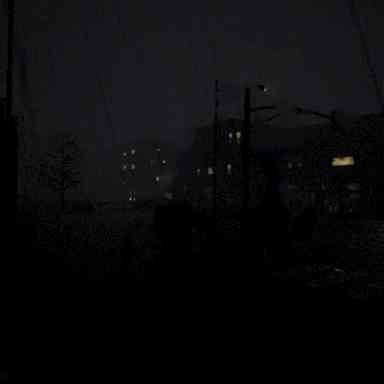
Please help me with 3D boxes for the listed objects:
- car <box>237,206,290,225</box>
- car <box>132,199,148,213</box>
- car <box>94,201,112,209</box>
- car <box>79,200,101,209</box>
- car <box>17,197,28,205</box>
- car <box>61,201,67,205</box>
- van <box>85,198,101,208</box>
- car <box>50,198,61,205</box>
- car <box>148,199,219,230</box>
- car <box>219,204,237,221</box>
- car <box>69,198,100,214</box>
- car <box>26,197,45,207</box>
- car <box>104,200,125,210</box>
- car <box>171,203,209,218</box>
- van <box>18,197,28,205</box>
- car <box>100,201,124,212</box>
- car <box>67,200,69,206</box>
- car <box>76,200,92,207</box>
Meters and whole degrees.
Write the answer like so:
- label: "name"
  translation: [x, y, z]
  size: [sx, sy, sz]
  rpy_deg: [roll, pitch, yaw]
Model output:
- label: "car"
  translation: [6.139, 1.942, 27.805]
  size: [1.947, 1.339, 4.313]
  rpy_deg: [1, -1, -35]
- label: "car"
  translation: [-6.519, 1.904, 46.037]
  size: [2.192, 1.841, 5.009]
  rpy_deg: [1, -1, -35]
- label: "car"
  translation: [-16.013, 2.330, 59.704]
  size: [1.802, 1.307, 4.206]
  rpy_deg: [1, -1, -35]
- label: "car"
  translation: [-17.668, 2.171, 57.378]
  size: [2.128, 1.511, 4.902]
  rpy_deg: [2, -1, -35]
- label: "car"
  translation: [-38.717, 2.142, 77.714]
  size: [2.192, 1.841, 5.009]
  rpy_deg: [1, -1, -35]
- label: "car"
  translation: [-28.672, 2.541, 77.932]
  size: [1.802, 1.307, 4.206]
  rpy_deg: [1, -1, -35]
- label: "van"
  translation: [-19.177, 2.142, 64.265]
  size: [1.690, 1.788, 3.998]
  rpy_deg: [1, -1, -35]
- label: "car"
  translation: [-35.002, 2.647, 87.046]
  size: [1.802, 1.307, 4.206]
  rpy_deg: [1, -1, -35]
- label: "car"
  translation: [-0.741, 1.506, 23.030]
  size: [2.192, 1.841, 5.009]
  rpy_deg: [1, -1, -35]
- label: "car"
  translation: [2.975, 1.870, 32.364]
  size: [1.967, 1.590, 4.097]
  rpy_deg: [1, -1, -35]
- label: "car"
  translation: [-13.400, 1.844, 41.256]
  size: [1.967, 1.590, 4.097]
  rpy_deg: [1, -1, -35]
- label: "car"
  translation: [-32.389, 2.272, 68.596]
  size: [2.008, 1.369, 4.403]
  rpy_deg: [1, -1, -35]
- label: "car"
  translation: [-12.848, 2.135, 55.149]
  size: [1.967, 1.590, 4.097]
  rpy_deg: [1, -1, -35]
- label: "car"
  translation: [-0.287, 2.010, 37.060]
  size: [1.752, 1.417, 4.829]
  rpy_deg: [1, -1, -35]
- label: "van"
  translation: [-41.882, 2.220, 82.270]
  size: [1.690, 1.788, 3.998]
  rpy_deg: [1, -1, -35]
- label: "car"
  translation: [-11.976, 2.064, 49.268]
  size: [1.882, 1.535, 5.008]
  rpy_deg: [2, -1, -35]
- label: "car"
  translation: [-25.508, 2.488, 73.375]
  size: [1.802, 1.307, 4.206]
  rpy_deg: [1, -1, -35]
- label: "car"
  translation: [-22.343, 2.398, 68.819]
  size: [1.887, 1.381, 4.507]
  rpy_deg: [1, -1, -35]
